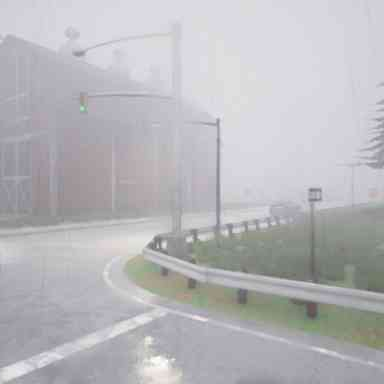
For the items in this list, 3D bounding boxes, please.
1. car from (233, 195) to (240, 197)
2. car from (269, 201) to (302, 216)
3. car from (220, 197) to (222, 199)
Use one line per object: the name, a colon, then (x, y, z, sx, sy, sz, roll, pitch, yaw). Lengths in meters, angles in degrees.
car: (12.064, 1.628, 89.661, 1.784, 1.438, 3.905, 0, 0, 36)
car: (8.896, 1.579, 31.154, 2.128, 1.511, 4.902, 0, -1, 37)
car: (5.493, 1.611, 78.536, 1.816, 1.474, 4.193, 0, 0, 36)
